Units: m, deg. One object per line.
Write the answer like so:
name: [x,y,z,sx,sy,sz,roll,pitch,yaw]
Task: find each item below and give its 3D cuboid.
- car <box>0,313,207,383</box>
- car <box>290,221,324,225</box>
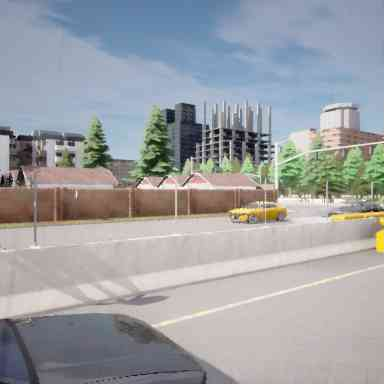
car: [-2.401,1.547,2.036,5.357,1.411,2.033,0,0,-35]
car: [7.396,1.601,17.829,4.718,1.301,1.895,0,0,-35]
